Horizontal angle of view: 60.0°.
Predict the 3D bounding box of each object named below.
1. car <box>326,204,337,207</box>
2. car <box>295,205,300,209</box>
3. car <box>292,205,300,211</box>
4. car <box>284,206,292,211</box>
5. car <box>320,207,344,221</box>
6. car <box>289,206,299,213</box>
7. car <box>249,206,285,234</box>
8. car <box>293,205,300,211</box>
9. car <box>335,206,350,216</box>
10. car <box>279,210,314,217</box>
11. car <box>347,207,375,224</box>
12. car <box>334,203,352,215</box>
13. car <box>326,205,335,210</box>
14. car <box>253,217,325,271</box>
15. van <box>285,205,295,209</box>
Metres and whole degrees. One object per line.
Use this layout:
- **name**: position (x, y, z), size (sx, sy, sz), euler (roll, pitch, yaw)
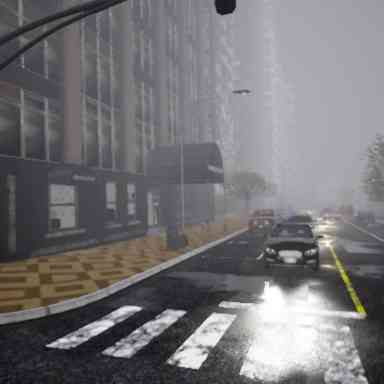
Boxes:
- **car**: position (20.162, 3.001, 49.677), size (1.812, 1.442, 4.674), euler (-2, -2, 19)
- **car**: position (17.135, 3.156, 58.275), size (2.192, 1.841, 5.009), euler (-3, -2, 19)
- **car**: position (26.266, 4.113, 84.203), size (1.752, 1.417, 4.829), euler (-3, -2, 19)
- **car**: position (9.542, 2.659, 36.711), size (1.967, 1.590, 4.097), euler (-3, -2, 19)
- **car**: position (16.939, 2.806, 40.343), size (1.895, 1.301, 4.718), euler (-2, -2, 20)
- **car**: position (22.651, 3.836, 73.924), size (1.887, 1.381, 4.507), euler (-3, -2, 19)
- **car**: position (5.781, 2.235, 26.308), size (2.192, 1.841, 5.009), euler (-3, -2, 19)
- **car**: position (28.102, 4.264, 89.422), size (1.752, 1.417, 4.829), euler (-3, -2, 19)
- **car**: position (25.100, 3.117, 55.644), size (1.752, 1.417, 4.829), euler (-3, -2, 19)
- **car**: position (7.063, 2.211, 21.776), size (1.882, 1.535, 5.008), euler (-2, -2, 19)
- **car**: position (17.467, 2.516, 33.910), size (2.008, 1.369, 4.403), euler (-3, -2, 19)
- **car**: position (23.200, 2.752, 50.274), size (2.192, 1.841, 5.009), euler (-3, -2, 19)
- **car**: position (36.060, 4.056, 86.796), size (1.947, 1.339, 4.313), euler (-3, -2, 19)
- **car**: position (3.921, 1.967, 12.863), size (2.128, 1.511, 4.902), euler (-2, -2, 19)
- **van**: position (13.464, 2.881, 47.836), size (1.690, 1.788, 3.998), euler (-3, -2, 19)
